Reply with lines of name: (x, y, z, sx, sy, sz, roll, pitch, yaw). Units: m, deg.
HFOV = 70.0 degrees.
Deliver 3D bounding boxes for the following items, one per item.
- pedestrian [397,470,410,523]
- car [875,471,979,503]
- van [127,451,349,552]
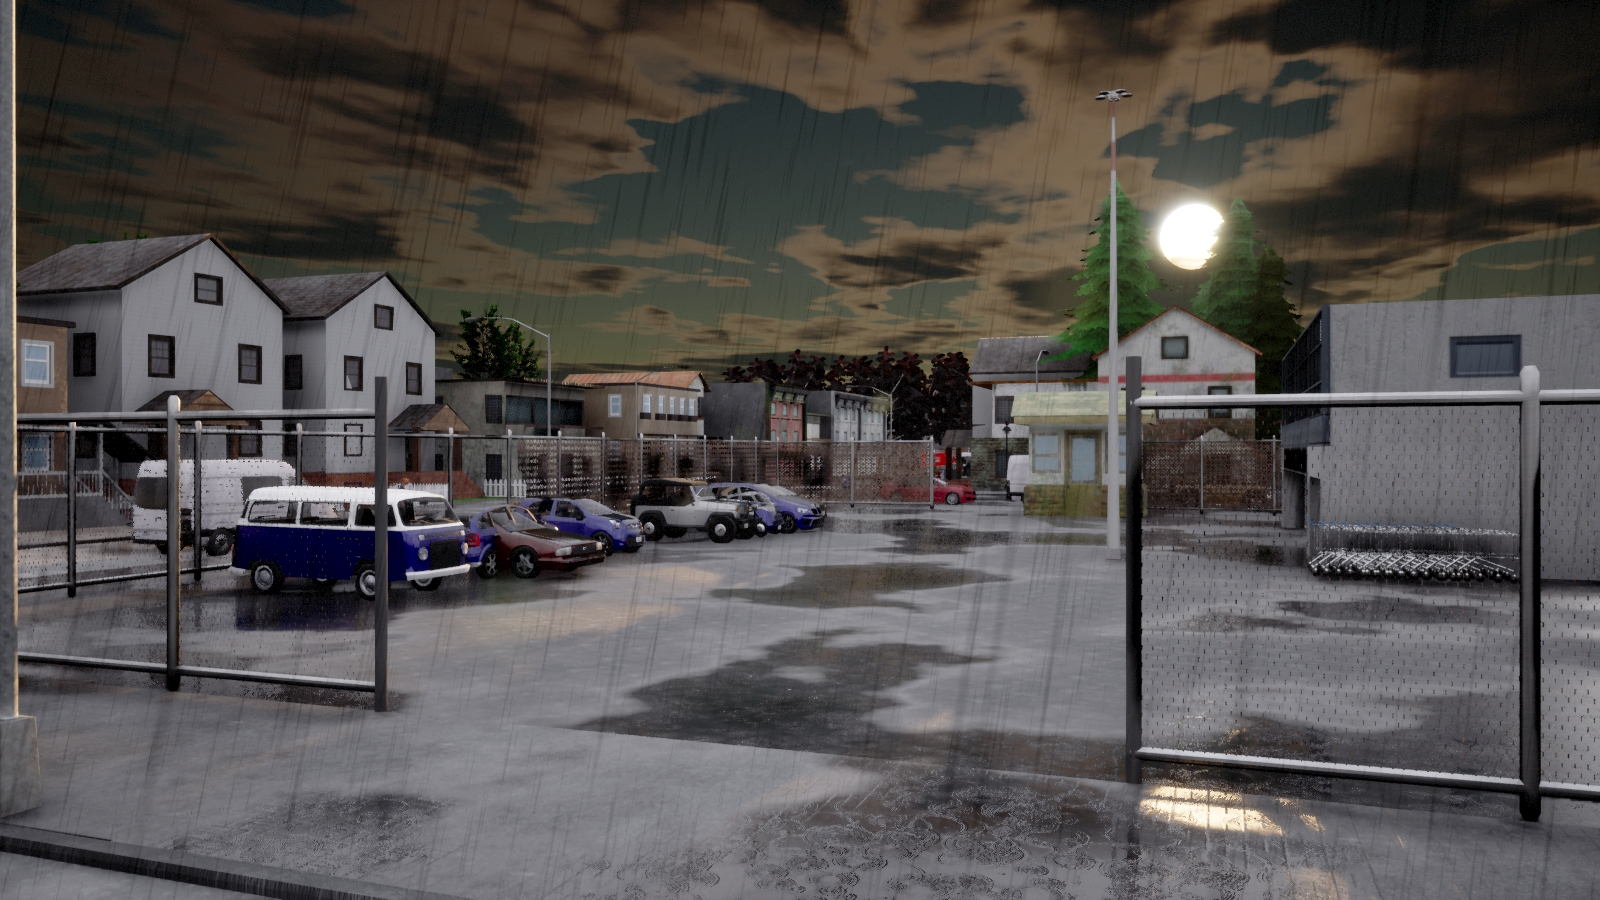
pedestrian: (-13.927, 1.633, 40.131, 0.375, 1.860, 0.375, 0, 0, -29)
car: (6.520, 1.842, 58.395, 4.892, 1.480, 2.231, 0, 0, 19)
van: (-15.642, 1.319, 32.297, 1.988, 2.561, 5.915, 0, 0, 20)
